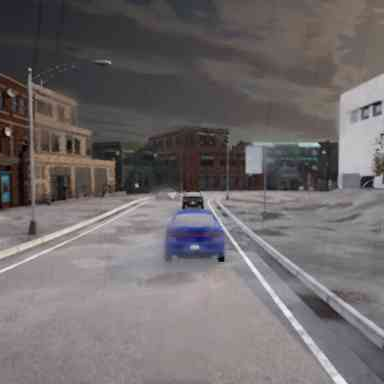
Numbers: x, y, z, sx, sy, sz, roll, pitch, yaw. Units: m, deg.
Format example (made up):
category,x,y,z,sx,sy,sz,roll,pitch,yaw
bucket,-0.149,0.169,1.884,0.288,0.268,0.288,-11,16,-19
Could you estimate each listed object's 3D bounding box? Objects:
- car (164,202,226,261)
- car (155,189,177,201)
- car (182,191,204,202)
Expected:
category,x,y,z,sx,sy,sz,roll,pitch,yaw
car,0.086,1.363,11.951,1.882,1.535,5.008,0,2,0
car,-3.177,0.319,40.711,1.895,1.301,4.718,0,3,9
car,0.114,0.666,30.864,1.882,1.535,5.008,0,3,1
